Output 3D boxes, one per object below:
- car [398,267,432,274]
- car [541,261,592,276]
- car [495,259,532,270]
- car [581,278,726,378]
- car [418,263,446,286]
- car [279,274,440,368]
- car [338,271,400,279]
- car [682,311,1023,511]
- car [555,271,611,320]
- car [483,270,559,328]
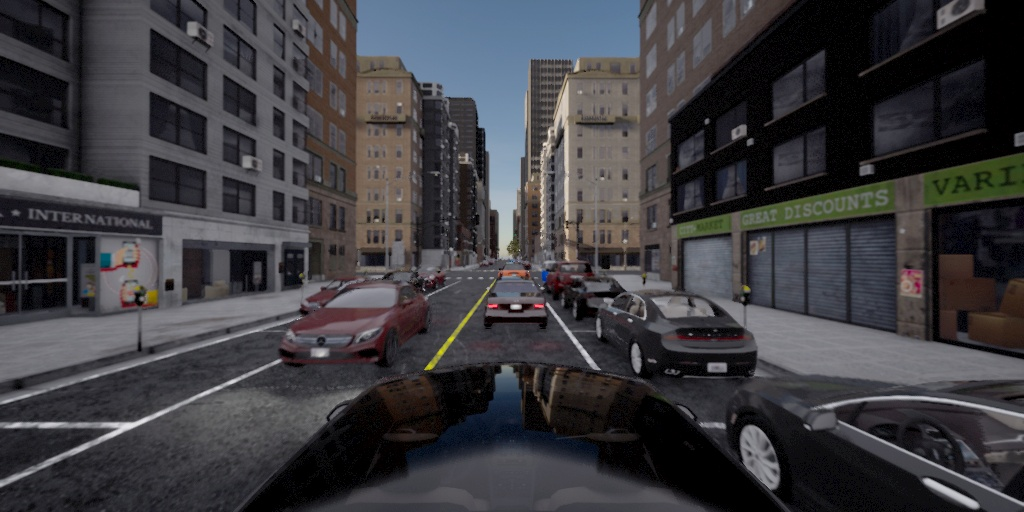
[{"bbox_3d":[-5.644,1.411,18.233,1.948,1.339,4.313,0,0,0],"label":"car"},{"bbox_3d":[2.882,1.160,18.226,2.192,1.841,5.009,0,0,0],"label":"car"},{"bbox_3d":[0.135,1.237,25.064,2.097,1.767,4.553,0,0,0],"label":"car"},{"bbox_3d":[2.865,1.332,7.179,2.007,1.370,4.403,0,0,0],"label":"car"},{"bbox_3d":[-5.635,1.317,23.758,1.967,1.591,4.097,0,0,0],"label":"car"},{"bbox_3d":[-3.089,1.312,8.113,1.812,1.442,4.674,0,0,0],"label":"car"},{"bbox_3d":[-5.652,1.395,12.708,1.802,1.307,4.207,0,0,0],"label":"car"},{"bbox_3d":[2.856,1.300,1.656,2.007,1.370,4.403,0,0,0],"label":"car"},{"bbox_3d":[2.873,1.379,12.703,1.948,1.339,4.313,0,0,0],"label":"car"},{"bbox_3d":[0.111,1.355,11.634,2.033,1.411,5.357,0,0,0],"label":"car"}]
